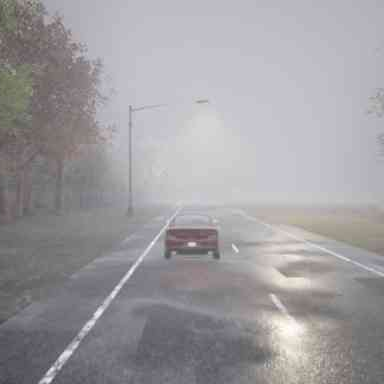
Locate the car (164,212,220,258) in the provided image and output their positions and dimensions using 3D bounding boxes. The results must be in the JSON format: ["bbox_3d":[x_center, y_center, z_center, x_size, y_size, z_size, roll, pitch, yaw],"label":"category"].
[{"bbox_3d":[0.003,1.520,13.022,1.882,1.535,5.008,0,0,0],"label":"car"}]
